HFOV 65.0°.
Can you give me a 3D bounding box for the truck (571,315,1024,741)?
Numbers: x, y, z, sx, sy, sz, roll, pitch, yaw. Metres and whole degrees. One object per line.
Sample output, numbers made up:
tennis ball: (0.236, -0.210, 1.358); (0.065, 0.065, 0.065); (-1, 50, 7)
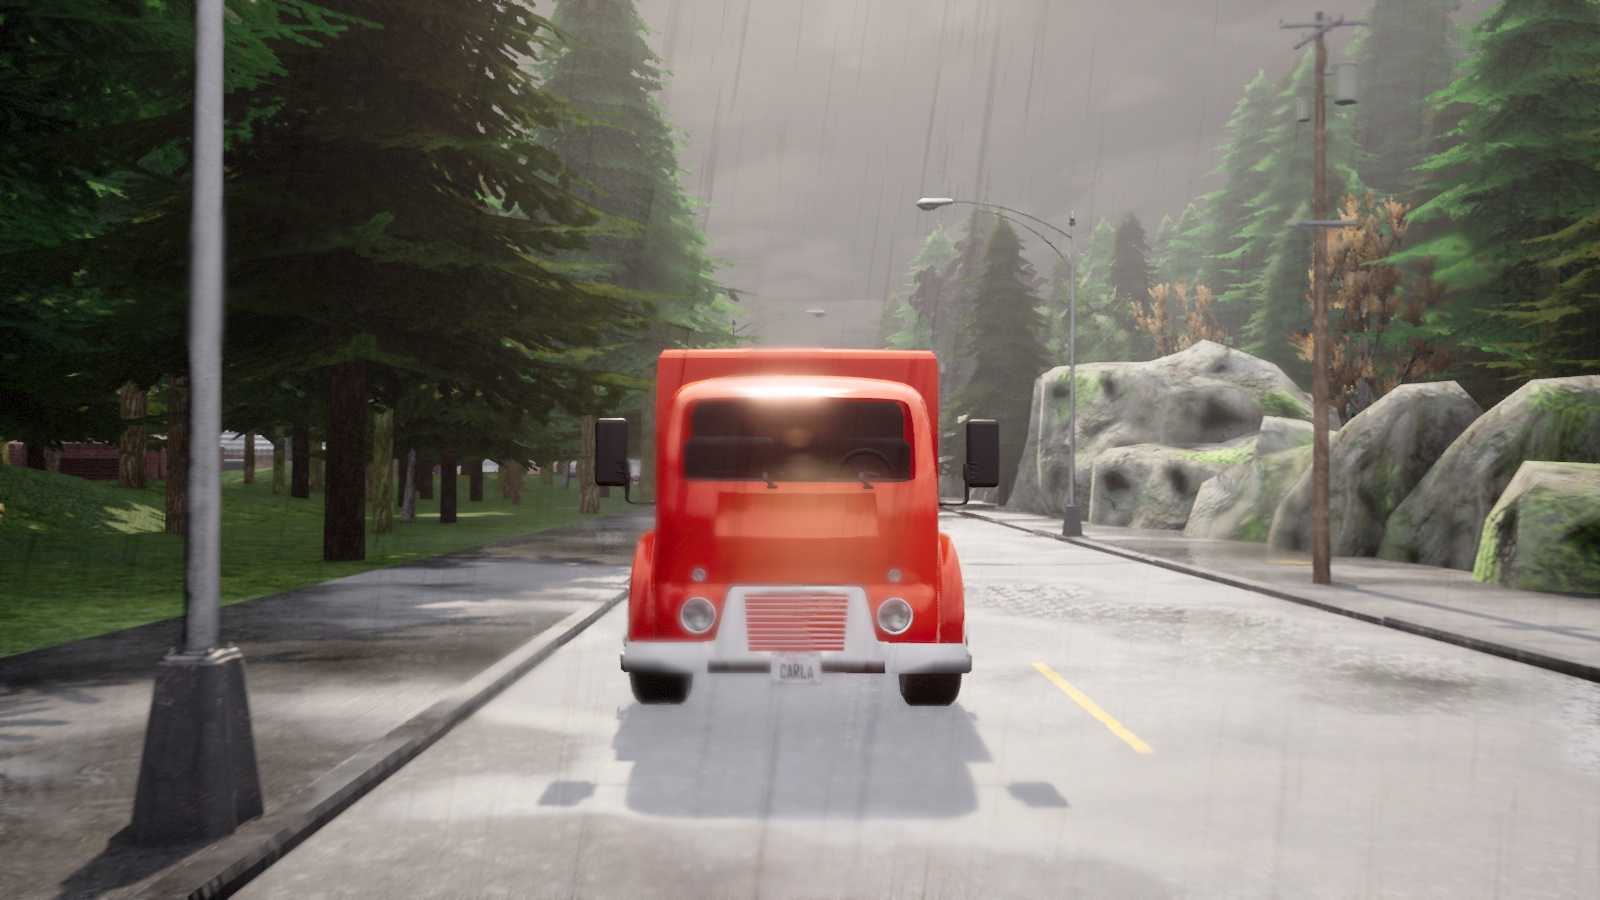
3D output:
truck: (-0.022, 0.494, 9.917); (2.627, 2.467, 5.204); (0, -1, 0)
